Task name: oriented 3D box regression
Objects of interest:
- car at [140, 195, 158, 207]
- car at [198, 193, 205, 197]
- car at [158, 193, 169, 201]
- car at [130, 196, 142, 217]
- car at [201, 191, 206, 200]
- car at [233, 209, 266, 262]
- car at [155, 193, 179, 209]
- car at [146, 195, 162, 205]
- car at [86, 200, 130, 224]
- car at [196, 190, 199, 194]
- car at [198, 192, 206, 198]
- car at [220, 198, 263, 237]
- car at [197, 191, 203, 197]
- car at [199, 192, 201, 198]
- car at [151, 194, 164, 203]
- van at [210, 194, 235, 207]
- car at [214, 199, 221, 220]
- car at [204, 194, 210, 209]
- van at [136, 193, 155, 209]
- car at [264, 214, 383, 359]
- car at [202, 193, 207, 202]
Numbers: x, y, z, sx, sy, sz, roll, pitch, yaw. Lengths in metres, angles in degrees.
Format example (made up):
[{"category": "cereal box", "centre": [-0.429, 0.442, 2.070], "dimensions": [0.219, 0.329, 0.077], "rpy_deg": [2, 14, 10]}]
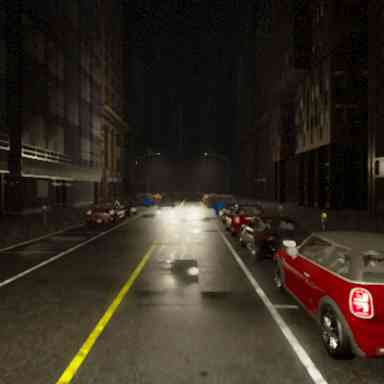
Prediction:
[{"category": "car", "centre": [-5.776, 1.199, 45.116], "dimensions": [1.887, 1.381, 4.507], "rpy_deg": [0, 0, 0]}, {"category": "car", "centre": [2.737, 0.842, 95.541], "dimensions": [1.947, 1.339, 4.313], "rpy_deg": [0, 0, 0]}, {"category": "car", "centre": [-5.782, 0.925, 67.524], "dimensions": [1.967, 1.590, 4.097], "rpy_deg": [0, 0, 0]}, {"category": "car", "centre": [-5.772, 1.327, 28.309], "dimensions": [1.887, 1.381, 4.507], "rpy_deg": [0, 0, 0]}, {"category": "car", "centre": [2.747, 1.053, 50.728], "dimensions": [1.967, 1.590, 4.097], "rpy_deg": [0, 0, 0]}, {"category": "car", "centre": [2.757, 1.477, 11.517], "dimensions": [1.947, 1.339, 4.313], "rpy_deg": [0, 0, 0]}, {"category": "car", "centre": [-3.010, 1.178, 40.541], "dimensions": [1.882, 1.535, 5.008], "rpy_deg": [0, 0, 0]}, {"category": "car", "centre": [-5.777, 1.157, 50.718], "dimensions": [1.887, 1.381, 4.507], "rpy_deg": [0, 0, 0]}, {"category": "car", "centre": [-5.771, 1.265, 22.707], "dimensions": [1.967, 1.590, 4.097], "rpy_deg": [0, 0, 0]}, {"category": "car", "centre": [2.739, 0.674, 84.337], "dimensions": [2.192, 1.841, 5.009], "rpy_deg": [0, 0, 0]}, {"category": "car", "centre": [2.738, 0.757, 89.939], "dimensions": [1.967, 1.590, 4.097], "rpy_deg": [0, 0, 0]}, {"category": "car", "centre": [2.756, 1.308, 17.118], "dimensions": [1.967, 1.590, 4.097], "rpy_deg": [0, 0, 0]}, {"category": "car", "centre": [2.742, 0.988, 73.135], "dimensions": [1.887, 1.381, 4.507], "rpy_deg": [0, 0, 0]}, {"category": "car", "centre": [2.745, 1.110, 61.932], "dimensions": [1.802, 1.307, 4.206], "rpy_deg": [0, 0, 0]}, {"category": "car", "centre": [-5.779, 1.096, 56.150], "dimensions": [1.752, 1.417, 4.829], "rpy_deg": [0, 0, 0]}, {"category": "van", "centre": [2.753, 1.124, 28.320], "dimensions": [1.690, 1.788, 3.998], "rpy_deg": [0, 0, 0]}, {"category": "car", "centre": [2.755, 1.408, 22.721], "dimensions": [1.802, 1.307, 4.206], "rpy_deg": [0, 0, 0]}, {"category": "car", "centre": [2.750, 1.242, 39.525], "dimensions": [1.887, 1.381, 4.507], "rpy_deg": [0, 0, 0]}, {"category": "van", "centre": [-5.776, 1.038, 39.513], "dimensions": [1.690, 1.788, 3.998], "rpy_deg": [0, 0, 0]}, {"category": "car", "centre": [2.758, 1.394, 5.915], "dimensions": [1.967, 1.590, 4.097], "rpy_deg": [0, 0, 0]}, {"category": "car", "centre": [2.749, 1.200, 45.127], "dimensions": [1.887, 1.381, 4.507], "rpy_deg": [0, 0, 0]}]
